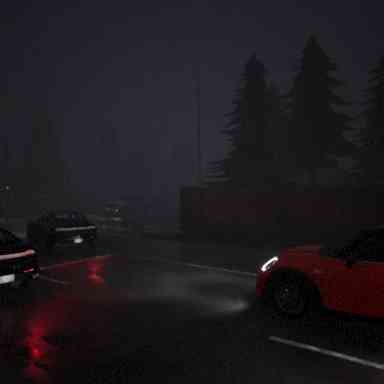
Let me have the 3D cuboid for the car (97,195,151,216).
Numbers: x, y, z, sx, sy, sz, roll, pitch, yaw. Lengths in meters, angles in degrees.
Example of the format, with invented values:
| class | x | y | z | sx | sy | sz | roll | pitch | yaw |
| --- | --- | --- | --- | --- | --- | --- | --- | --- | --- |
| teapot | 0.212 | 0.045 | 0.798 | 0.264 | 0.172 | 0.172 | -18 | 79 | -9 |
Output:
| class | x | y | z | sx | sy | sz | roll | pitch | yaw |
| --- | --- | --- | --- | --- | --- | --- | --- | --- | --- |
| car | -6.450 | 1.298 | 33.620 | 2.150 | 2.045 | 5.566 | 0 | 0 | 32 |

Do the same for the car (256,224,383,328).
| class | x | y | z | sx | sy | sz | roll | pitch | yaw |
| --- | --- | --- | --- | --- | --- | --- | --- | --- | --- |
| car | 3.447 | 1.354 | 5.834 | 4.553 | 1.767 | 2.097 | 0 | 0 | 36 |

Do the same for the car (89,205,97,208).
| class | x | y | z | sx | sy | sz | roll | pitch | yaw |
| --- | --- | --- | --- | --- | --- | --- | --- | --- | --- |
| car | -8.873 | 1.688 | 36.169 | 1.895 | 1.301 | 4.718 | 0 | 0 | 35 |

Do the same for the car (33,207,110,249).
| class | x | y | z | sx | sy | sz | roll | pitch | yaw |
| --- | --- | --- | --- | --- | --- | --- | --- | --- | --- |
| car | -5.514 | 1.531 | 13.871 | 2.128 | 1.511 | 4.902 | 0 | 0 | -37 |

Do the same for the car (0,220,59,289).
| class | x | y | z | sx | sy | sz | roll | pitch | yaw |
| --- | --- | --- | --- | --- | --- | --- | --- | --- | --- |
| car | -5.654 | 1.520 | 8.019 | 4.902 | 1.511 | 2.128 | 0 | 0 | 36 |
